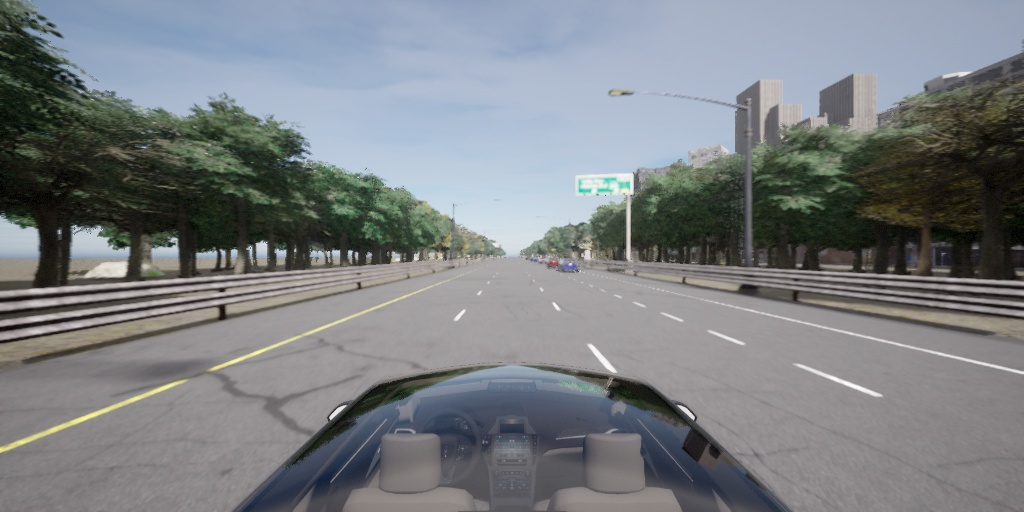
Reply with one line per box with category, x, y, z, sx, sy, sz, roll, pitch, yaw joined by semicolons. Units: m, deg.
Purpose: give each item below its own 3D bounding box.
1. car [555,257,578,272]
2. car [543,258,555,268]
car;7.051;1.083;45.572;2.097;1.767;4.553;0;0;0
car;7.085;1.069;62.487;2.097;1.767;4.553;0;0;0
